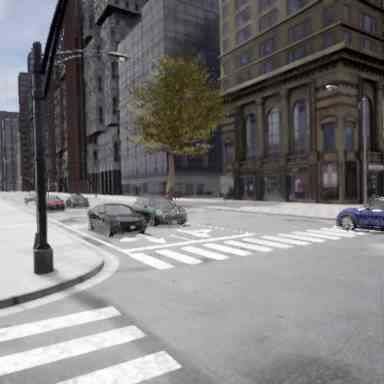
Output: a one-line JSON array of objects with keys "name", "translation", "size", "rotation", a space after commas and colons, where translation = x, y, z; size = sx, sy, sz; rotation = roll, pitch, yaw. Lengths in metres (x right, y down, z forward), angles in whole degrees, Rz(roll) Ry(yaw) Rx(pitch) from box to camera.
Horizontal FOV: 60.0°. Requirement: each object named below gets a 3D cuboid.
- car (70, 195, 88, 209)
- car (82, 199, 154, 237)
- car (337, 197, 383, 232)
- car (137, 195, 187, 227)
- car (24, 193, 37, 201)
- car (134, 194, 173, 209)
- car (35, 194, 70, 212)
[{"name": "car", "translation": [-13.074, 1.090, 37.867], "size": [1.837, 1.490, 4.892], "rotation": [-2, 1, -32]}, {"name": "car", "translation": [-4.065, 1.334, 17.543], "size": [1.882, 1.535, 5.008], "rotation": [-2, 2, -32]}, {"name": "car", "translation": [9.044, 0.992, 15.253], "size": [2.097, 1.767, 4.553], "rotation": [-2, 2, -32]}, {"name": "car", "translation": [-2.174, 1.100, 20.631], "size": [2.097, 1.767, 4.553], "rotation": [-2, 2, -32]}, {"name": "car", "translation": [-22.658, 0.819, 47.072], "size": [1.812, 1.442, 4.674], "rotation": [-2, 2, -32]}, {"name": "car", "translation": [-4.289, 0.987, 36.306], "size": [2.033, 1.411, 5.357], "rotation": [-2, 2, -32]}, {"name": "car", "translation": [-14.083, 1.183, 33.377], "size": [1.882, 1.535, 5.008], "rotation": [-2, 2, -32]}]
